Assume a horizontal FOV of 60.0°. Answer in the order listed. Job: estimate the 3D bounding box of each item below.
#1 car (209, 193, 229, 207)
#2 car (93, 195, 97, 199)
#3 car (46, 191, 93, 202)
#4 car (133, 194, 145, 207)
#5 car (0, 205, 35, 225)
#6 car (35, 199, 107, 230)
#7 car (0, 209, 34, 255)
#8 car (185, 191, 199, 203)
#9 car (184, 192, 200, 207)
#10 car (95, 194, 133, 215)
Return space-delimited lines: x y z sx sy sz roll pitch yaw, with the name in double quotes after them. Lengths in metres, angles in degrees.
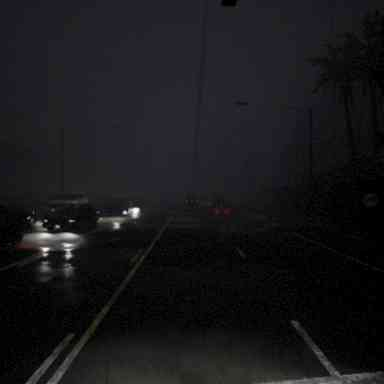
3.488 1.152 41.896 1.895 1.301 4.718 0 1 0 "car"
-10.548 1.084 38.465 1.882 1.535 5.008 0 1 0 "car"
-10.551 0.989 28.193 2.150 2.045 5.566 0 1 0 "car"
-7.054 1.050 41.242 2.128 1.511 4.902 0 1 0 "car"
-10.592 1.443 18.768 1.994 1.385 4.181 0 0 0 "car"
-7.091 1.413 20.228 2.033 1.411 5.357 0 1 0 "car"
-7.133 1.497 10.156 2.033 1.411 5.357 0 1 -2 "car"
-0.016 0.731 51.994 2.097 1.767 4.553 0 1 0 "car"
-0.011 1.104 41.498 2.033 1.411 5.357 0 1 0 "car"
-7.039 1.211 30.578 1.882 1.535 5.008 0 1 0 "car"
